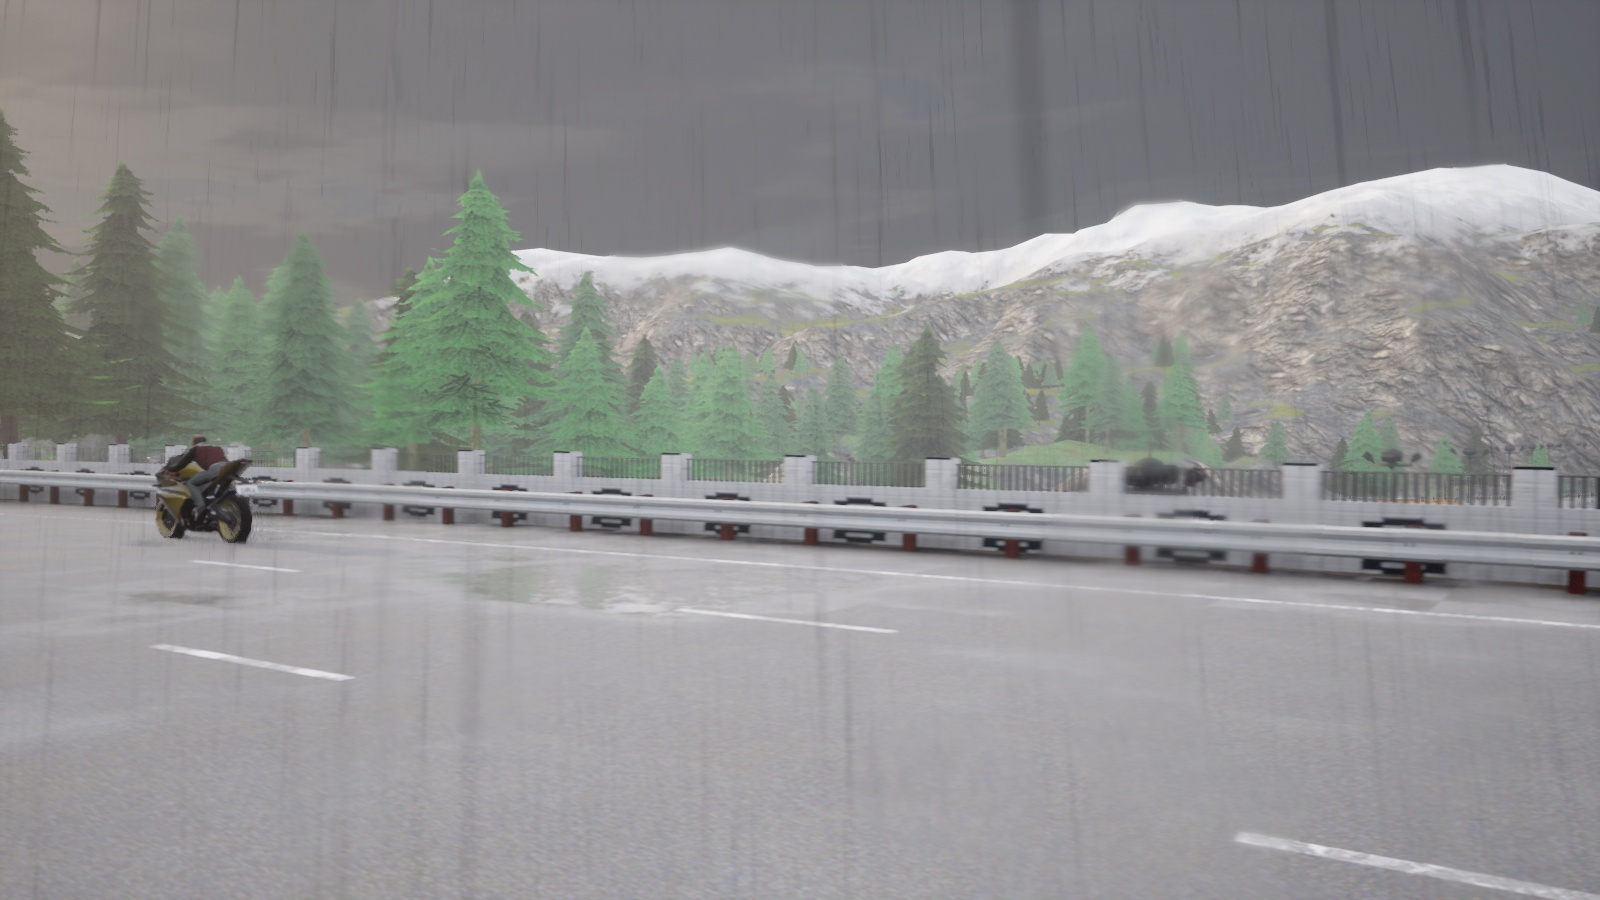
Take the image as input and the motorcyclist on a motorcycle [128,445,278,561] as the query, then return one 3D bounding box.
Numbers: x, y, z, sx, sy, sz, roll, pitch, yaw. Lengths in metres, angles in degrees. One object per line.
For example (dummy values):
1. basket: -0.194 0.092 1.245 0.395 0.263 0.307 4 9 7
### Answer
1. motorcyclist on a motorcycle: -8.380 0.712 17.597 2.191 1.530 0.866 -1 0 34
